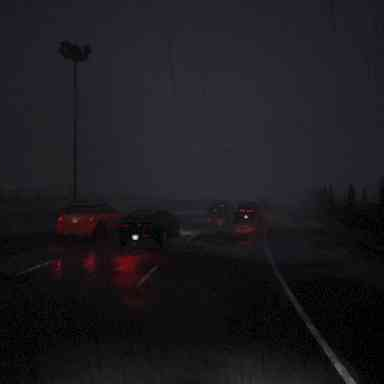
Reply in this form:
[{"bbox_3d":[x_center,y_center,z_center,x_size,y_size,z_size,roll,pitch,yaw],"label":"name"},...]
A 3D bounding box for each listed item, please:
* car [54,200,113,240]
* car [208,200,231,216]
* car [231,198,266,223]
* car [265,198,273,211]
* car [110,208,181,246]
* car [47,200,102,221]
[{"bbox_3d":[-4.923,1.333,17.213,2.097,1.767,4.553,0,0,11],"label":"car"},{"bbox_3d":[2.885,1.493,33.022,2.128,1.511,4.902,0,0,16],"label":"car"},{"bbox_3d":[4.536,1.514,26.175,1.837,1.490,4.892,0,0,16],"label":"car"},{"bbox_3d":[9.210,1.545,42.076,1.812,1.442,4.674,0,0,16],"label":"car"},{"bbox_3d":[-1.766,1.496,15.277,1.837,1.490,4.892,0,0,10],"label":"car"},{"bbox_3d":[-9.702,1.470,27.995,1.837,1.490,4.892,0,0,16],"label":"car"}]
